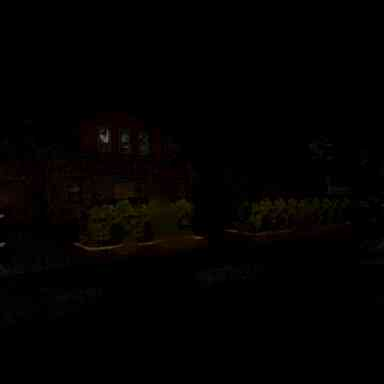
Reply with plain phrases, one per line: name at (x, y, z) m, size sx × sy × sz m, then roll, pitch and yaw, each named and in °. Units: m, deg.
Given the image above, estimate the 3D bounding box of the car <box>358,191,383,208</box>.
car at (21.938, 0.872, 39.486) m, size 3.866 × 1.878 × 1.905 m, roll 0°, pitch 0°, yaw 0°
